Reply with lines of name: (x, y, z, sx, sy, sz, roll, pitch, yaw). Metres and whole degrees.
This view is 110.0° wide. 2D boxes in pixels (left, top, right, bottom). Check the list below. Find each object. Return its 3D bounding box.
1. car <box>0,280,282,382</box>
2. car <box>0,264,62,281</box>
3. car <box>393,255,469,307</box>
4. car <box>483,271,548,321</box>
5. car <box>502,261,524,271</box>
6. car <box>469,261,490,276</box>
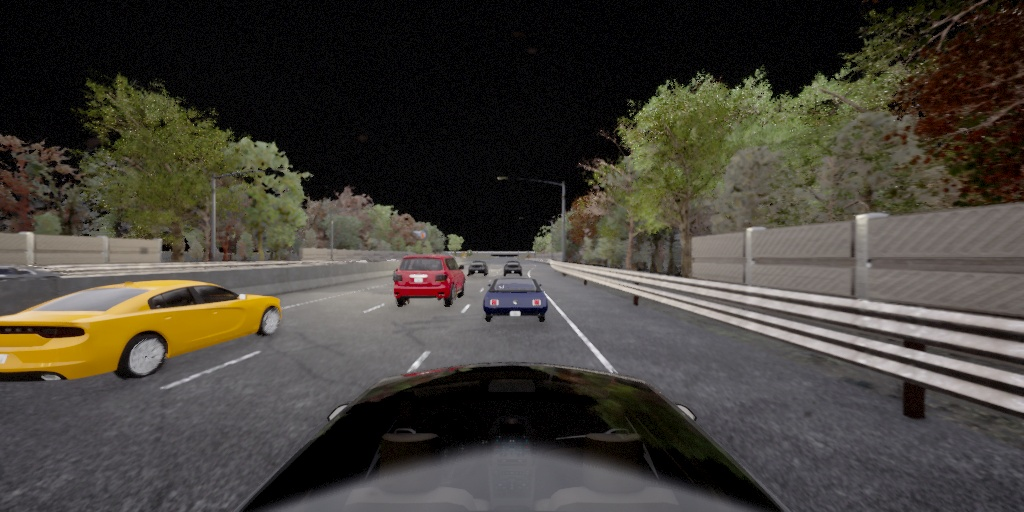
car: (-6.902, 1.228, 7.289, 1.882, 1.535, 5.008, 0, 0, 0)
car: (-17.504, 0.994, 11.196, 2.128, 1.511, 4.902, 0, 0, 0)
car: (-3.400, 0.974, 15.711, 2.150, 2.045, 5.566, 0, 0, 0)
car: (0.097, 1.352, 12.425, 1.895, 1.301, 4.718, 0, 0, 0)
car: (0.086, 1.272, 36.419, 1.837, 1.490, 4.892, 0, 0, 0)
car: (-3.413, 1.273, 37.003, 1.837, 1.490, 4.892, 0, 0, 0)
